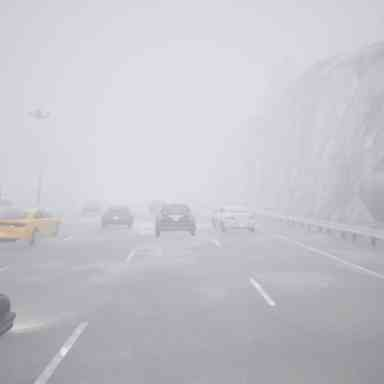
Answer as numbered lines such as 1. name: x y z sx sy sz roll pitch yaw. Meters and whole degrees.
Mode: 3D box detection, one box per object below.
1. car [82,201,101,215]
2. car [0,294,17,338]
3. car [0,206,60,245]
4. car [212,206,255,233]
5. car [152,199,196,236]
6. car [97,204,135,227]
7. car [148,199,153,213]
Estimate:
1. car: -10.555 1.608 35.389 2.033 1.411 5.357 0 0 -11
2. car: -3.471 1.558 2.425 2.033 1.411 5.357 0 0 -1
3. car: -7.727 1.512 15.603 1.882 1.535 5.008 0 0 -5
4. car: 2.400 1.541 19.848 1.812 1.442 4.674 0 0 -6
5. car: -1.025 1.374 18.873 2.097 1.767 4.553 0 0 -6
6. car: -5.005 1.599 22.915 1.994 1.385 4.181 0 0 -7
7. car: -3.923 1.553 37.684 1.837 1.490 4.892 0 0 -11
